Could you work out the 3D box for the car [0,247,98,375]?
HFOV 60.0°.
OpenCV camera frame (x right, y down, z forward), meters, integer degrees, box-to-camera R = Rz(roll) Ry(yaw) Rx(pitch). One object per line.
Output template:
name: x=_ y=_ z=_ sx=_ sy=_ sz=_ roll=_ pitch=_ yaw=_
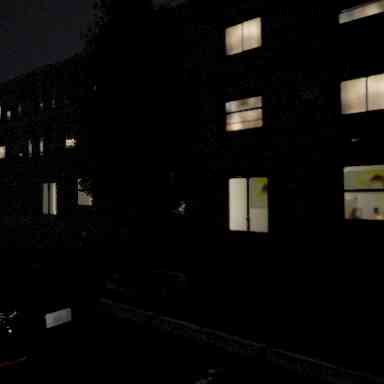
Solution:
car: x=-3.306 y=1.555 z=5.248 sx=4.313 sy=1.339 sz=1.947 roll=0 pitch=-1 yaw=36
